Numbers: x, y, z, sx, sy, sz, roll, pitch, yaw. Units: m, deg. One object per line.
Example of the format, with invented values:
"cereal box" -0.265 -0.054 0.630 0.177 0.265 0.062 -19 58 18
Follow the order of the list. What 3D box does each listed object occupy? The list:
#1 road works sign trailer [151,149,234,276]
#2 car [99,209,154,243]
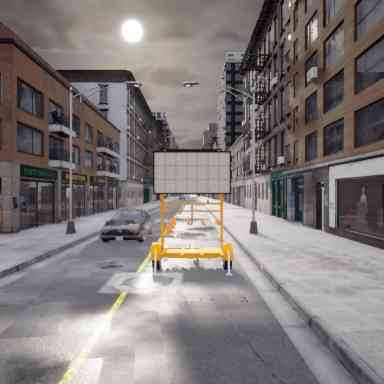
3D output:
"road works sign trailer" 0.004 0.466 10.381 2.380 3.560 2.880 0 0 0
"car" -2.994 1.553 16.381 2.033 1.411 5.357 0 0 0
